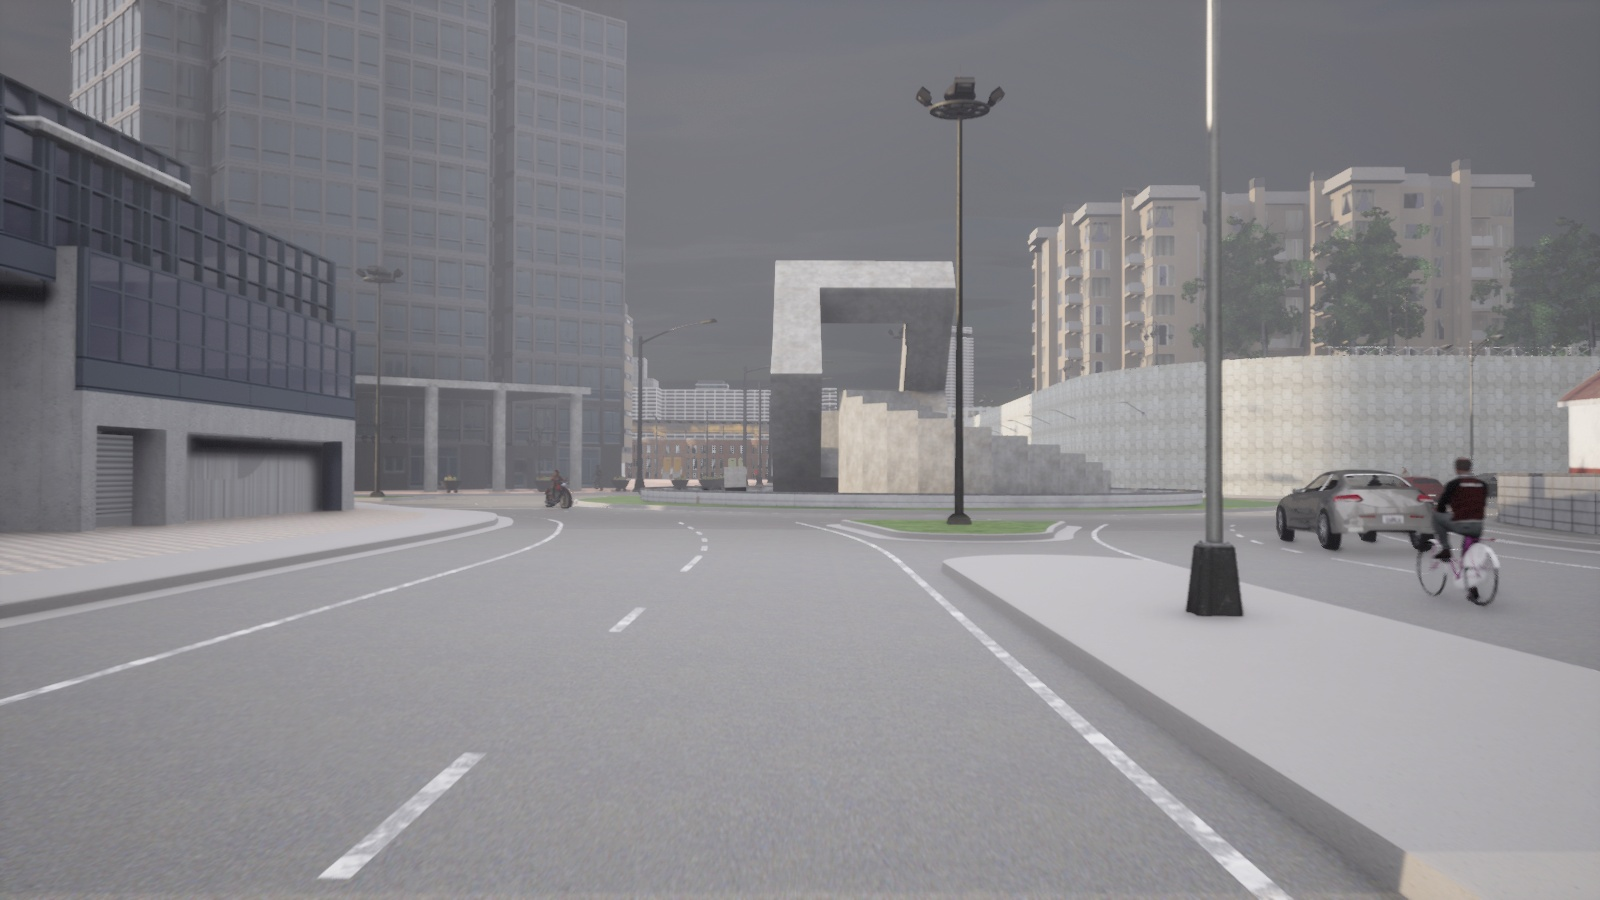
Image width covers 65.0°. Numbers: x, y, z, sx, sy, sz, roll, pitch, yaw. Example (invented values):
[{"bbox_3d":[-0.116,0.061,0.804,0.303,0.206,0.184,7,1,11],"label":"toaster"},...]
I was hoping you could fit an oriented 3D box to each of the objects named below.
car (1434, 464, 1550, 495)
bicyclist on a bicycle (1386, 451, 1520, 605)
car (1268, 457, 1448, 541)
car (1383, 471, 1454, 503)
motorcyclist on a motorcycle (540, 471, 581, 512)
[{"bbox_3d":[37.218,1.579,67.604,5.027,1.651,2.152,0,-1,2],"label":"car"},{"bbox_3d":[7.968,0.912,15.423,0.659,1.776,1.843,0,-1,0],"label":"bicyclist on a bicycle"},{"bbox_3d":[11.965,1.004,27.328,2.152,1.651,5.027,0,-1,7],"label":"car"},{"bbox_3d":[29.310,1.725,59.660,1.812,1.442,4.674,0,-1,10],"label":"car"},{"bbox_3d":[-9.805,1.666,51.302,0.766,1.649,2.350,1,-1,-34],"label":"motorcyclist on a motorcycle"}]
